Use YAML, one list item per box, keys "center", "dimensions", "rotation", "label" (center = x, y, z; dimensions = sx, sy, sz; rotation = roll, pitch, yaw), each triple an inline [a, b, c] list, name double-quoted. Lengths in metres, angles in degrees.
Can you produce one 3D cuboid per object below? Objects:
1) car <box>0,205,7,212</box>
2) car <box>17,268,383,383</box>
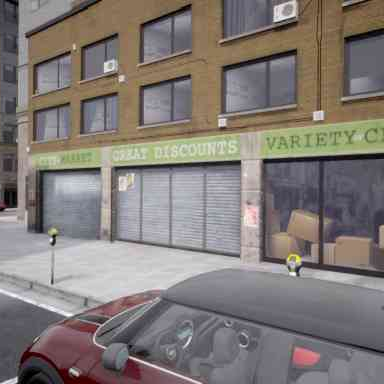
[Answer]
- center: [-19.405, 1.458, 29.761]
  dimensions: [1.895, 1.301, 4.718]
  rotation: [1, 1, 34]
  label: "car"
- center: [0.261, 1.440, 2.879]
  dimensions: [4.097, 1.590, 1.967]
  rotation: [0, 1, 35]
  label: "car"
